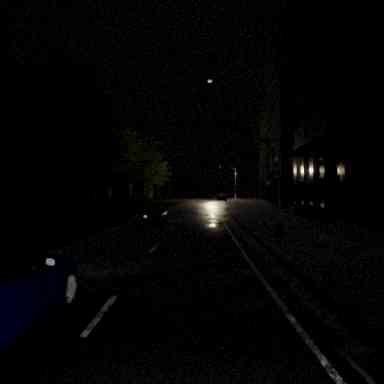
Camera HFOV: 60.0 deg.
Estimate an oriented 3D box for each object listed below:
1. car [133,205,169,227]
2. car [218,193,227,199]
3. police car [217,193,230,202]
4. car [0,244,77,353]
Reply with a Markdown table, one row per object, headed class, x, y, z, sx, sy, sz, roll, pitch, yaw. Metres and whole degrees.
| class | x | y | z | sx | sy | sz | roll | pitch | yaw |
| --- | --- | --- | --- | --- | --- | --- | --- | --- | --- |
| car | -2.786 | 1.584 | 23.319 | 2.033 | 1.411 | 5.357 | 0 | 0 | 3 |
| car | 8.023 | 0.977 | 87.891 | 1.882 | 1.535 | 5.008 | 0 | 0 | 10 |
| police car | 6.189 | 1.162 | 68.745 | 1.930 | 1.638 | 5.238 | 0 | 1 | 8 |
| car | -3.338 | 1.507 | 4.983 | 1.882 | 1.535 | 5.008 | 0 | 0 | 1 |
